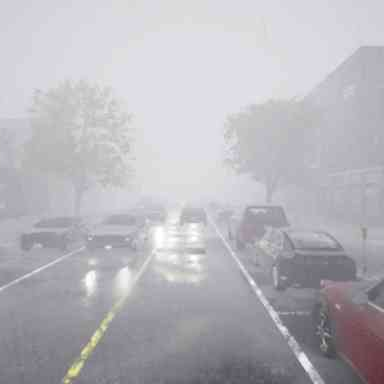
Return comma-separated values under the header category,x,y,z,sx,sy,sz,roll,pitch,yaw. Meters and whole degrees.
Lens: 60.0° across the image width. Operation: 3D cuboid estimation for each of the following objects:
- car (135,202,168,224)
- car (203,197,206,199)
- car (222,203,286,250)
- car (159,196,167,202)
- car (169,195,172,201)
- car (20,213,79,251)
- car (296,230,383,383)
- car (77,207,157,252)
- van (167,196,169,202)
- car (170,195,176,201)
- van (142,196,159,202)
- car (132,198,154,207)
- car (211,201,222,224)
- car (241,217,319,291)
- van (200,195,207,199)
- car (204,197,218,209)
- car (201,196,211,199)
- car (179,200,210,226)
category,x,y,z,sx,sy,sz,roll,pitch,yaw
car,-2.953,1.698,26.096,1.895,1.301,4.718,0,0,1
car,2.806,1.759,47.657,1.802,1.307,4.206,1,0,0
car,2.733,1.373,14.400,2.192,1.841,5.009,1,0,0
car,-5.559,1.630,53.208,1.967,1.590,4.097,1,0,0
car,-5.535,1.778,64.293,2.008,1.369,4.403,1,0,0
car,-5.651,1.618,14.406,1.947,1.339,4.313,1,0,0
car,2.706,1.455,3.312,1.967,1.590,4.097,1,0,0
car,-2.974,1.601,14.514,2.033,1.411,5.357,0,0,0
van,-5.545,1.550,58.750,1.690,1.788,3.998,1,0,0
car,-5.467,1.626,92.010,2.192,1.841,5.009,1,0,0
van,-5.584,1.493,42.121,1.690,1.788,3.998,1,0,0
car,-5.599,1.657,36.408,1.752,1.417,4.829,1,0,0
car,2.755,1.664,25.485,1.947,1.339,4.313,1,0,0
car,2.717,1.587,8.856,2.008,1.369,4.403,1,0,0
van,2.848,1.574,64.288,1.690,1.788,3.998,1,0,0
car,2.794,1.709,42.113,2.008,1.369,4.403,1,0,0
car,2.821,1.722,53.370,1.752,1.417,4.829,1,0,0
car,0.114,1.570,24.199,1.882,1.535,5.008,0,0,1
